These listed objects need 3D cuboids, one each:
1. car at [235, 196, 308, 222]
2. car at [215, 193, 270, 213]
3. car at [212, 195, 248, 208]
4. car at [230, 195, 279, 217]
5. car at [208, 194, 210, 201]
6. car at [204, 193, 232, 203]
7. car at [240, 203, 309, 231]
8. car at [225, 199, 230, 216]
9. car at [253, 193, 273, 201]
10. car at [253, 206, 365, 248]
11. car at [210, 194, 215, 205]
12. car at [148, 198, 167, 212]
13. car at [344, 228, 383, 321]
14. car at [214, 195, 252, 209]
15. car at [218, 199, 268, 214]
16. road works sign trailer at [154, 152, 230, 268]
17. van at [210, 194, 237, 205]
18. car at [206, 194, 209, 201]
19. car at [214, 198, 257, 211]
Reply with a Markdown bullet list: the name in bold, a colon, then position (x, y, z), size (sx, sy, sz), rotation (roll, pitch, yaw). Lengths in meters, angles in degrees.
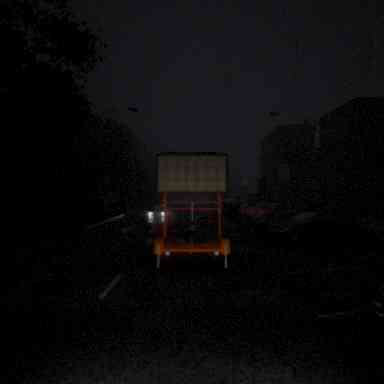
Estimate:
- **car**: position (5.374, 1.339, 20.478), size (4.553, 1.767, 2.185), rotation (1, 0, -20)
- **car**: position (5.370, 1.213, 29.454), size (5.566, 2.045, 2.435), rotation (1, 0, -20)
- **car**: position (5.435, 1.362, 47.486), size (4.553, 1.767, 2.185), rotation (1, 0, -20)
- **car**: position (5.386, 1.338, 23.479), size (4.553, 1.767, 2.185), rotation (1, 0, -20)
- **car**: position (5.523, 1.376, 53.502), size (4.553, 1.767, 2.185), rotation (1, 0, -20)
- **car**: position (5.543, 1.297, 71.543), size (5.566, 2.045, 2.435), rotation (1, 0, -20)
- **car**: position (5.303, 1.495, 17.458), size (4.792, 1.488, 2.163), rotation (1, 0, -20)
- **car**: position (5.363, 1.504, 26.476), size (4.674, 1.452, 2.002), rotation (1, 0, -20)
- **car**: position (18.540, 1.348, 87.510), size (2.435, 2.045, 5.566), rotation (0, 1, -21)
- **car**: position (5.323, 1.509, 14.466), size (4.674, 1.452, 2.002), rotation (1, 0, -20)
- **car**: position (5.401, 1.220, 38.470), size (5.566, 2.045, 2.435), rotation (1, 0, -20)
- **car**: position (-3.987, 1.493, 39.291), size (1.837, 1.490, 4.892), rotation (0, 0, 0)
- **car**: position (5.314, 1.480, 5.466), size (4.892, 1.521, 2.231), rotation (1, 0, -20)
- **car**: position (5.421, 1.355, 44.484), size (4.553, 1.767, 2.185), rotation (1, 0, -20)
- **car**: position (5.381, 1.498, 35.469), size (4.792, 1.488, 2.163), rotation (1, 0, -20)
- **road works sign trailer**: position (0.008, 0.450, 11.194), size (2.380, 3.560, 2.880), rotation (0, 0, 0)
- **van**: position (5.618, 1.293, 59.551), size (4.442, 1.987, 1.878), rotation (1, 0, -20)
- **car**: position (5.491, 1.509, 56.505), size (5.008, 1.535, 2.097), rotation (1, 0, -20)
- **car**: position (5.413, 1.506, 41.470), size (4.792, 1.488, 2.163), rotation (1, 0, -20)
